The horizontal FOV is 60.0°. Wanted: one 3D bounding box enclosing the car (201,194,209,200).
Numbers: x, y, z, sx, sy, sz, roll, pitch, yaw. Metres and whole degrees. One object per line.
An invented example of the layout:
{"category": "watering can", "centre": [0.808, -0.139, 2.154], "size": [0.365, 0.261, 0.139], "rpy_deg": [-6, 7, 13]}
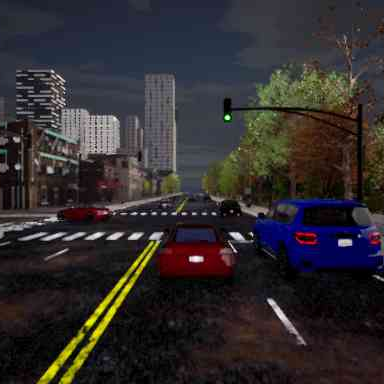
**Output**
{"category": "car", "centre": [3.247, 1.291, 81.981], "size": [1.812, 1.442, 4.674], "rpy_deg": [0, 0, 0]}

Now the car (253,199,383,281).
{"category": "car", "centre": [3.349, 1.214, 10.015], "size": [2.150, 2.045, 5.566], "rpy_deg": [0, 0, -1]}

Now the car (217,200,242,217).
{"category": "car", "centre": [3.349, 1.457, 30.541], "size": [1.882, 1.535, 5.008], "rpy_deg": [0, 0, 0]}

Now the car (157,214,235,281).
{"category": "car", "centre": [0.100, 1.558, 9.882], "size": [1.994, 1.385, 4.181], "rpy_deg": [0, 0, 0]}

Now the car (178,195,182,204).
{"category": "car", "centre": [-3.287, 1.460, 60.005], "size": [1.837, 1.490, 4.892], "rpy_deg": [0, 0, 1]}

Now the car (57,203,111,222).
{"category": "car", "centre": [-8.438, 1.556, 26.005], "size": [4.181, 1.385, 1.994], "rpy_deg": [0, 0, 23]}

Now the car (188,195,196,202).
{"category": "car", "centre": [-0.003, 1.476, 71.561], "size": [2.033, 1.411, 5.357], "rpy_deg": [0, 0, 0]}

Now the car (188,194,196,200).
{"category": "car", "centre": [-0.003, 1.320, 81.981], "size": [1.994, 1.385, 4.181], "rpy_deg": [0, 0, 0]}

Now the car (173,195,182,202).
{"category": "car", "centre": [-3.251, 1.433, 74.290], "size": [1.837, 1.490, 4.892], "rpy_deg": [0, 0, 0]}

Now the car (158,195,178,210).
{"category": "car", "centre": [-3.341, 1.461, 42.950], "size": [2.128, 1.511, 4.902], "rpy_deg": [0, 0, 0]}

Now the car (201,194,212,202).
{"category": "car", "centre": [3.247, 1.436, 71.562], "size": [1.837, 1.490, 4.892], "rpy_deg": [0, 0, 0]}
